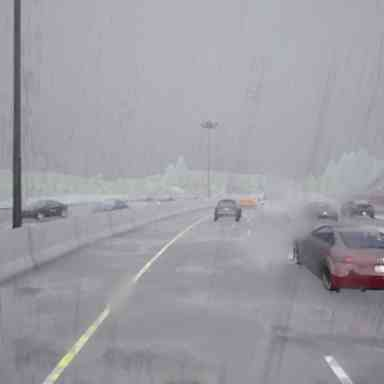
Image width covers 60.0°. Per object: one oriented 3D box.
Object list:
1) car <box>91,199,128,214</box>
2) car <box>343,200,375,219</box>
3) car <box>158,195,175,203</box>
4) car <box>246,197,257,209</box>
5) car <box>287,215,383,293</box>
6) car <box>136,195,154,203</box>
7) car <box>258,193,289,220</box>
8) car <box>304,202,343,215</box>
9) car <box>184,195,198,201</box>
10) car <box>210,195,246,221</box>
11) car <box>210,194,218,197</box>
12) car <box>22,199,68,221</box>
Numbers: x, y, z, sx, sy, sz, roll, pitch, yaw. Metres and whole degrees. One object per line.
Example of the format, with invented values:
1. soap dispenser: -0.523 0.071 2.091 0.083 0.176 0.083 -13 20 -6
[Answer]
1. car: -7.274 1.388 29.905 1.812 1.442 4.674 0 0 12
2. car: 14.118 1.428 28.545 1.837 1.490 4.892 0 0 13
3. car: -4.777 1.263 62.738 1.812 1.442 4.674 0 0 19
4. car: 7.378 1.324 43.403 1.882 1.535 5.008 0 1 18
5. car: 4.057 1.539 8.799 1.994 1.385 4.181 0 0 4
6. car: -8.711 1.256 62.042 1.812 1.442 4.674 0 0 19
7. car: 6.606 1.131 27.091 2.150 2.045 5.566 0 0 12
8. car: 9.955 1.487 25.849 1.994 1.385 4.181 0 0 11
9. car: -0.084 1.265 65.683 1.812 1.442 4.674 0 0 19
10. car: 2.925 1.331 26.394 2.033 1.649 4.856 0 0 11
11. car: 4.730 1.210 68.966 1.812 1.442 4.674 0 0 19
12. car: -11.608 1.345 25.874 1.882 1.535 5.008 0 0 10
